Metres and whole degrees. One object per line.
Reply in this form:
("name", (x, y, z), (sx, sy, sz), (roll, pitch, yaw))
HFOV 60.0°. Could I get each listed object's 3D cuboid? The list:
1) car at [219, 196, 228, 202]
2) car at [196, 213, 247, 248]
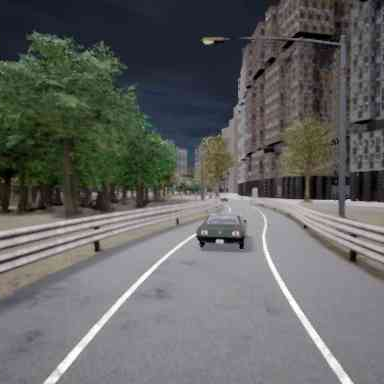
("car", (6.951, 1.543, 76.590), (1.895, 1.301, 4.718), (0, 0, -7))
("car", (1.498, 1.607, 14.923), (1.895, 1.301, 4.718), (0, 0, 11))
